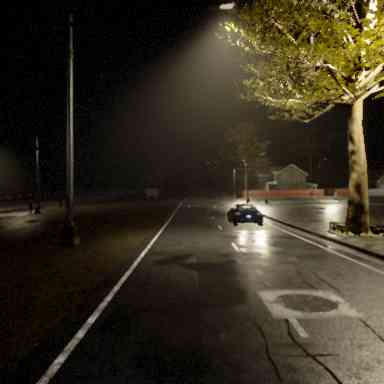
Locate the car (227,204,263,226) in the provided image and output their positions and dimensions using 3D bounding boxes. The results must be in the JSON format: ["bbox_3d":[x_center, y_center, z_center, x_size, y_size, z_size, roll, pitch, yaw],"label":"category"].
[{"bbox_3d":[3.598,1.513,23.047,1.994,1.385,4.181,0,0,0],"label":"car"}]
